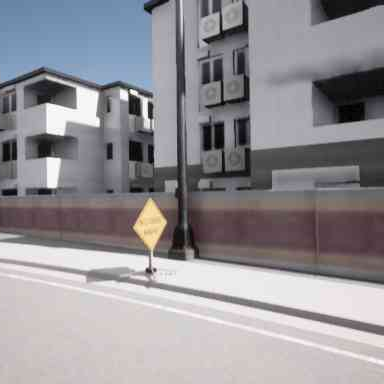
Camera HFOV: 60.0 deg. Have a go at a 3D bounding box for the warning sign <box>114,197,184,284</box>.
[{"bbox_3d":[-1.020,1.090,8.127,1.060,1.860,1.300,-1,1,31],"label":"warning sign"}]
